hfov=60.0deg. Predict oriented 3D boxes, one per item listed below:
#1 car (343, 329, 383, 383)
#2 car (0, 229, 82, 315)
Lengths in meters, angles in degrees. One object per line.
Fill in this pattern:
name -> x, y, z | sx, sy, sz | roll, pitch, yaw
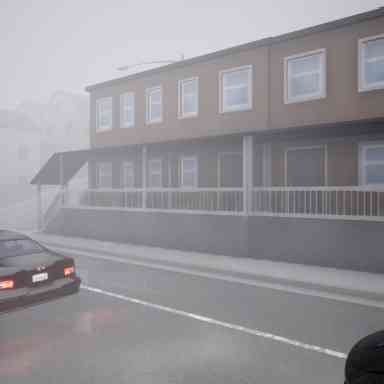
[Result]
car -> 3.417, 1.478, 1.551 | 5.008, 1.535, 1.882 | 0, 0, 35
car -> -4.709, 1.547, 7.320 | 5.357, 1.411, 2.033 | 0, 0, 36
